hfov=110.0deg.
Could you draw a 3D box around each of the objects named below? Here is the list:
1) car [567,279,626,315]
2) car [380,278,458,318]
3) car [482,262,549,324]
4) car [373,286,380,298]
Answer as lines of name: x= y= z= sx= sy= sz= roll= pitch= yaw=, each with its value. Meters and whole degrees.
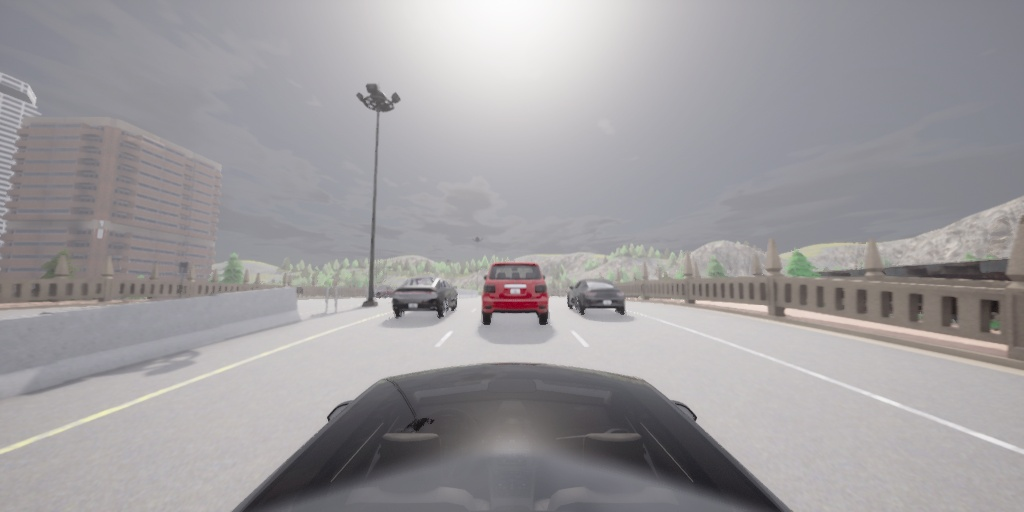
car: x=3.602 y=1.736 z=15.860 sx=1.812 sy=1.442 sz=4.674 roll=0 pitch=-4 yaw=0
car: x=-3.399 y=1.636 z=14.764 sx=2.128 sy=1.511 sz=4.902 roll=0 pitch=-3 yaw=0
car: x=0.101 y=1.291 z=13.416 sx=2.150 sy=2.045 sz=5.566 roll=0 pitch=-3 yaw=0
car: x=-17.573 y=4.779 z=48.437 sx=2.097 sy=1.767 sz=4.553 roll=0 pitch=-6 yaw=0
